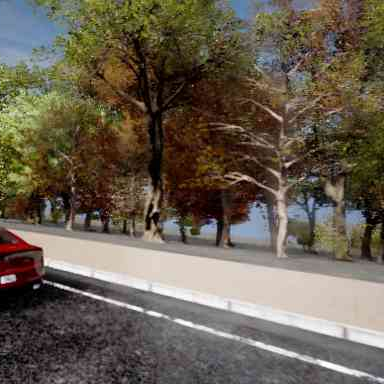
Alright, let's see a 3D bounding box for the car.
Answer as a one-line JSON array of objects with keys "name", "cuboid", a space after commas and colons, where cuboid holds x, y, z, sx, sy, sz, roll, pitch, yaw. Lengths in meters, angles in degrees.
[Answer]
[{"name": "car", "cuboid": [-5.346, 1.412, 7.481, 5.008, 1.535, 1.882, 1, 0, 35]}]
